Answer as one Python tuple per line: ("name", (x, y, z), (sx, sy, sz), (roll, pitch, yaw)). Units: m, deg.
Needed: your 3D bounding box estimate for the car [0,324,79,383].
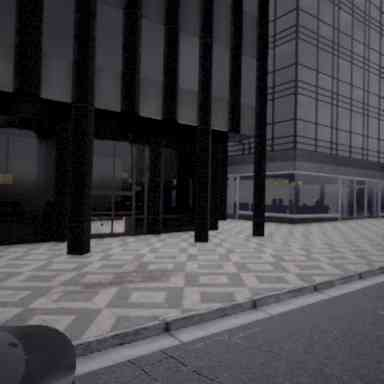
("car", (-2.883, 1.490, 1.202), (4.892, 1.490, 1.837), (0, 0, -35))
